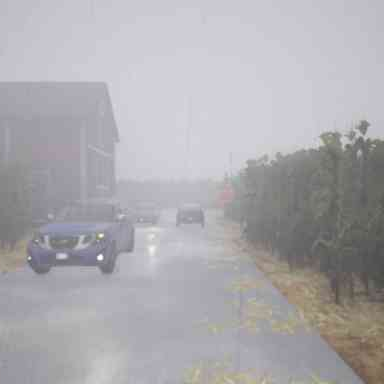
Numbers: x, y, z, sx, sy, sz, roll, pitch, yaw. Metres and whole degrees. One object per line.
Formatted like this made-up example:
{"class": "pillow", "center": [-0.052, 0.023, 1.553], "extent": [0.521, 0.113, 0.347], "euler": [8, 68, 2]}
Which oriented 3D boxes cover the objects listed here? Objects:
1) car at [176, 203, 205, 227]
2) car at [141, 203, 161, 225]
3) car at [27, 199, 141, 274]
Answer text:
{"class": "car", "center": [-0.126, 1.487, 23.193], "extent": [1.882, 1.535, 5.008], "euler": [0, 0, -1]}
{"class": "car", "center": [-3.338, 1.575, 24.288], "extent": [1.837, 1.490, 4.892], "euler": [0, 0, -1]}
{"class": "car", "center": [-3.293, 1.264, 11.117], "extent": [2.150, 2.045, 5.566], "euler": [0, 0, -1]}
